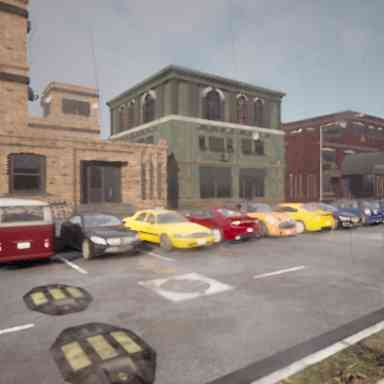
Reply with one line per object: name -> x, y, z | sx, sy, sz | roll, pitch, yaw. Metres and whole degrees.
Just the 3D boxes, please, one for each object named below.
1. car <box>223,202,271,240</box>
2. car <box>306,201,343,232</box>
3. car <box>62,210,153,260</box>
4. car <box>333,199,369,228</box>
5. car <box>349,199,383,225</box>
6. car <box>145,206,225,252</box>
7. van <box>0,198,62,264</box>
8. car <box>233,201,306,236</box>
car -> 0.957, 1.417, 15.699 | 2.097, 1.535, 5.008 | 0, 0, -35
car -> 5.485, 1.402, 18.925 | 2.097, 1.535, 5.008 | 0, 0, -35
car -> -3.576, 1.475, 12.480 | 2.002, 1.452, 4.674 | 0, 0, -35
car -> 7.741, 1.396, 20.544 | 2.231, 1.521, 4.892 | 0, 0, -35
car -> 10.025, 1.262, 22.125 | 2.185, 1.767, 4.553 | 0, 0, -35
car -> -1.203, 1.423, 13.940 | 1.946, 1.575, 5.366 | 0, 0, -35
van -> -5.906, 1.217, 10.960 | 1.878, 1.987, 4.442 | 0, 0, -35
car -> 3.199, 1.284, 17.340 | 2.185, 1.767, 4.553 | 0, 0, -35
